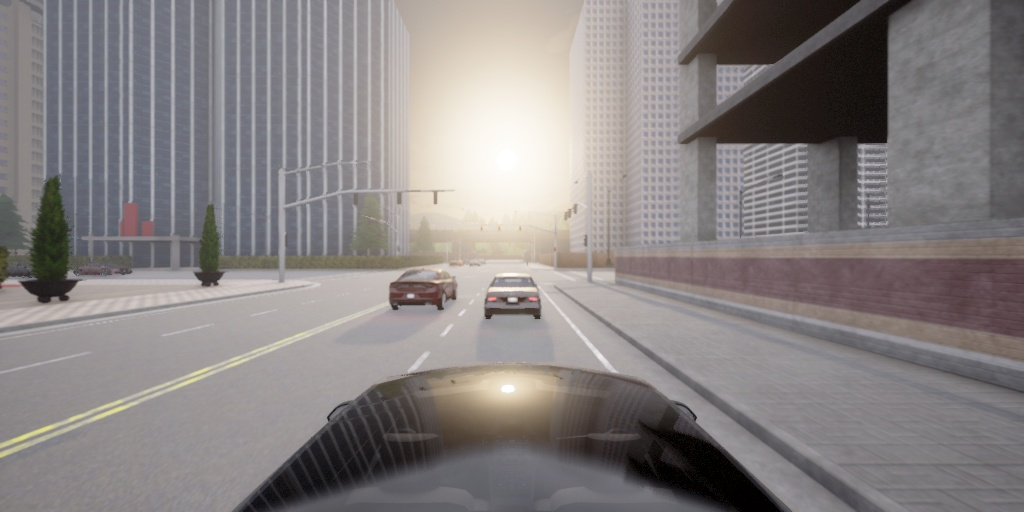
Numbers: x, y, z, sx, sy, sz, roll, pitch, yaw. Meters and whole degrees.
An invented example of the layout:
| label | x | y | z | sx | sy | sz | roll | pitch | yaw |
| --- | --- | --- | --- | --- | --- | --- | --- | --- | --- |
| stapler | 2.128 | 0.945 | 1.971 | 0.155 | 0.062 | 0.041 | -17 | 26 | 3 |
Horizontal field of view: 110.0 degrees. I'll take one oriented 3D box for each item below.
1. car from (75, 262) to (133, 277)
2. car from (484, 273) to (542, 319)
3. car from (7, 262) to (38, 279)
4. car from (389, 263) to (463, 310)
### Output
| label | x | y | z | sx | sy | sz | roll | pitch | yaw |
| --- | --- | --- | --- | --- | --- | --- | --- | --- | --- |
| car | -40.712 | 1.320 | 35.823 | 4.181 | 1.385 | 1.994 | 0 | 0 | 0 |
| car | 0.041 | 1.300 | 12.803 | 2.033 | 1.411 | 5.357 | 0 | 0 | 1 |
| car | -43.400 | 1.246 | 32.307 | 4.902 | 1.511 | 2.128 | 0 | 0 | 0 |
| car | -3.442 | 1.230 | 14.732 | 1.882 | 1.535 | 5.008 | 0 | 0 | 0 |
